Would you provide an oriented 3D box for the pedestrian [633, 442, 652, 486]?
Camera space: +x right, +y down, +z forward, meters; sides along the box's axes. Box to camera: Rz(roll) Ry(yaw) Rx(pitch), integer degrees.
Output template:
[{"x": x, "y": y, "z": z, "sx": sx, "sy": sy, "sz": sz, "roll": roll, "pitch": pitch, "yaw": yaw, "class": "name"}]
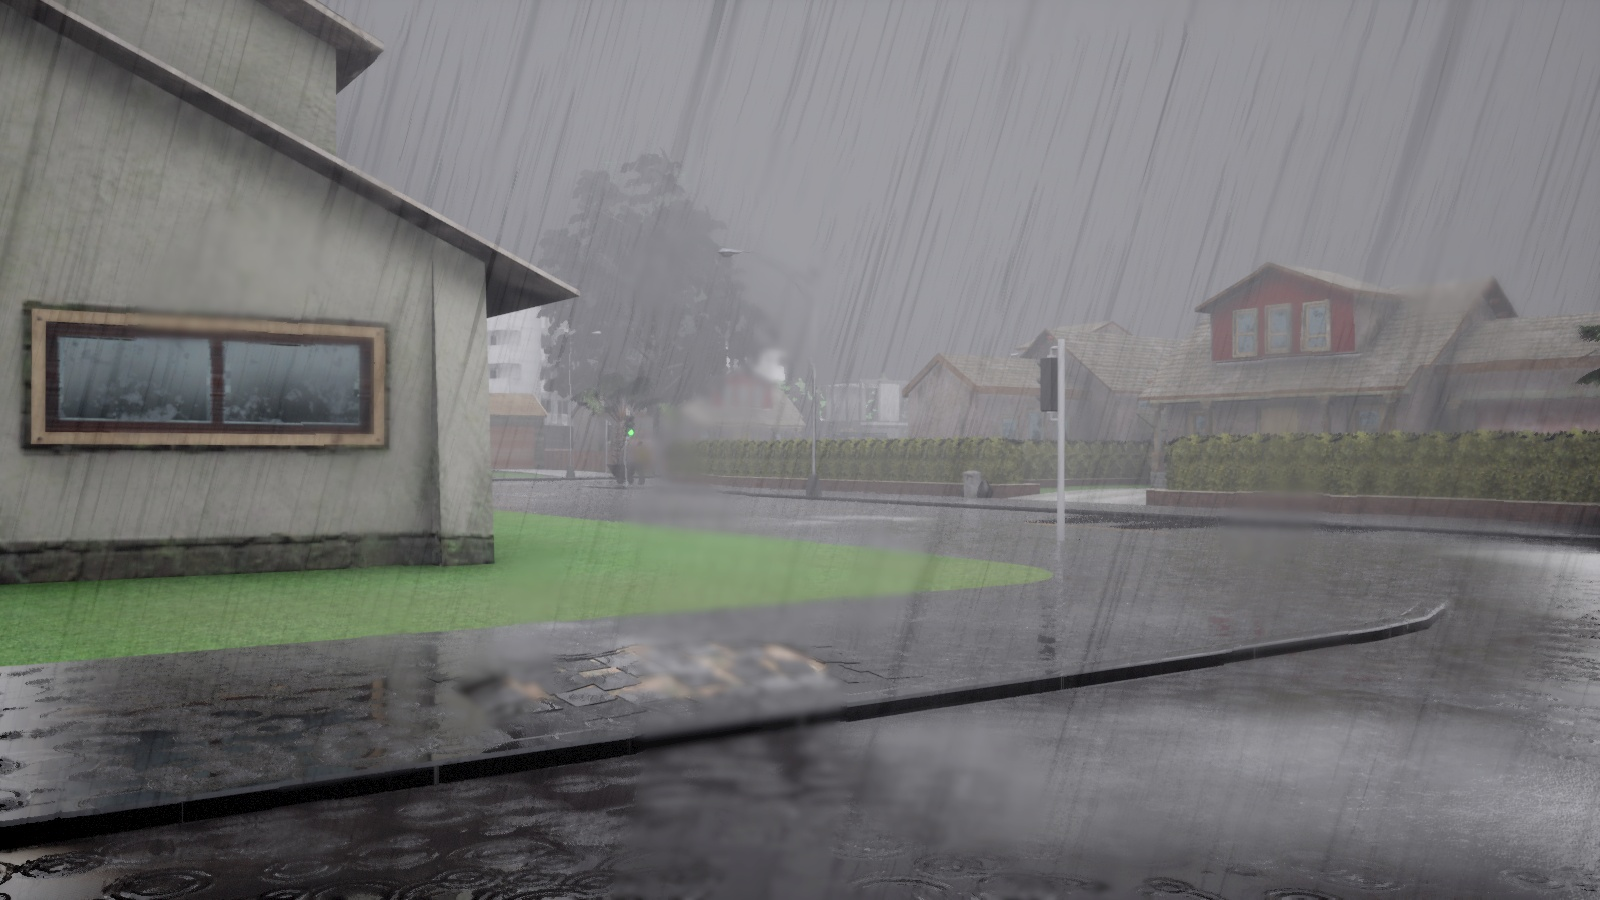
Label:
[{"x": -6.607, "y": 0.598, "z": 52.661, "sx": 0.431, "sy": 1.840, "sz": 0.709, "roll": 0, "pitch": 0, "yaw": -43, "class": "pedestrian"}]
